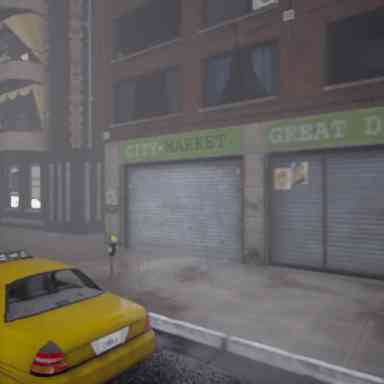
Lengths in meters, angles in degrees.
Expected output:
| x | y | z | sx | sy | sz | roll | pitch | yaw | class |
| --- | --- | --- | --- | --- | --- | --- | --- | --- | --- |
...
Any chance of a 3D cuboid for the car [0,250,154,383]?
| x | y | z | sx | sy | sz | roll | pitch | yaw | class |
| --- | --- | --- | --- | --- | --- | --- | --- | --- | --- |
| -2.732 | 1.523 | 4.823 | 4.829 | 1.417 | 1.752 | 0 | 0 | 35 | car |
